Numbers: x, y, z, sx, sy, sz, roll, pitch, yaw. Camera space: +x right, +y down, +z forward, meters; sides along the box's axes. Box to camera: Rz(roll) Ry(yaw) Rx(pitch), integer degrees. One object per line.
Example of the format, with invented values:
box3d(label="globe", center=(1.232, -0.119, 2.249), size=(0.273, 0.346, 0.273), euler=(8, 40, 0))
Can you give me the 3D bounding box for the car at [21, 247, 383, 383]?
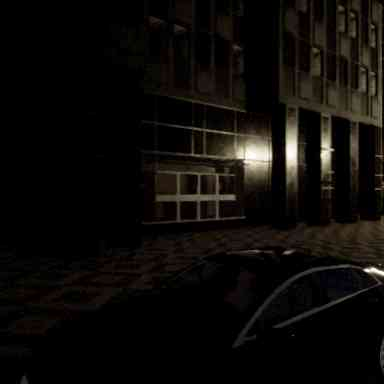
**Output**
box3d(label="car", center=(0.727, 1.487, 3.877), size=(4.902, 1.511, 2.128), euler=(-1, 0, -35))
